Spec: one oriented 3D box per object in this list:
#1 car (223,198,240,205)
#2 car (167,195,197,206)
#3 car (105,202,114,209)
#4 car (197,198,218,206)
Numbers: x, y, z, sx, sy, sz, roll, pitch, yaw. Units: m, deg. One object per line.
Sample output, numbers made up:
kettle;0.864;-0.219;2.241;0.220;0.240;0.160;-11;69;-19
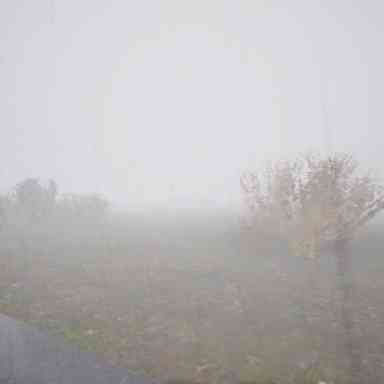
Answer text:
car;7.878;1.890;66.851;1.812;1.442;4.674;-1;-1;36
car;-2.126;1.472;59.024;2.150;2.045;5.566;-1;-1;36
car;-12.859;1.597;44.195;2.033;1.411;5.357;-1;-1;36
car;2.531;1.804;59.425;2.033;1.411;5.357;-1;-1;36
